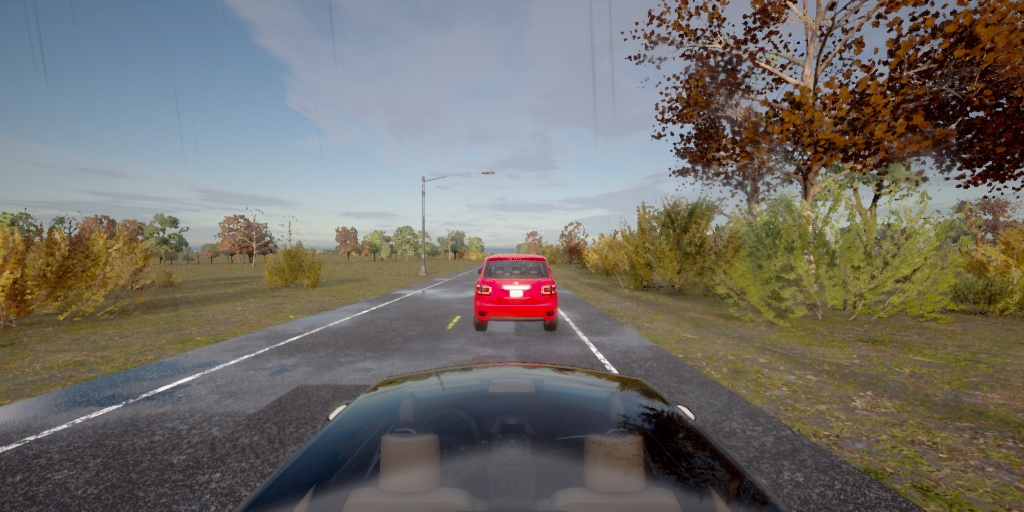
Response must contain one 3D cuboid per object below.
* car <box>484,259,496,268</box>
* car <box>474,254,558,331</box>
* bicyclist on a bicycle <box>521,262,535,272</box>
[{"bbox_3d":[-3.910,1.298,63.892,1.994,1.385,4.181,0,0,0],"label":"car"},{"bbox_3d":[0.093,0.968,11.066,2.150,2.045,5.566,0,0,0],"label":"car"},{"bbox_3d":[0.945,1.114,18.772,0.659,1.776,1.843,0,0,0],"label":"bicyclist on a bicycle"}]
